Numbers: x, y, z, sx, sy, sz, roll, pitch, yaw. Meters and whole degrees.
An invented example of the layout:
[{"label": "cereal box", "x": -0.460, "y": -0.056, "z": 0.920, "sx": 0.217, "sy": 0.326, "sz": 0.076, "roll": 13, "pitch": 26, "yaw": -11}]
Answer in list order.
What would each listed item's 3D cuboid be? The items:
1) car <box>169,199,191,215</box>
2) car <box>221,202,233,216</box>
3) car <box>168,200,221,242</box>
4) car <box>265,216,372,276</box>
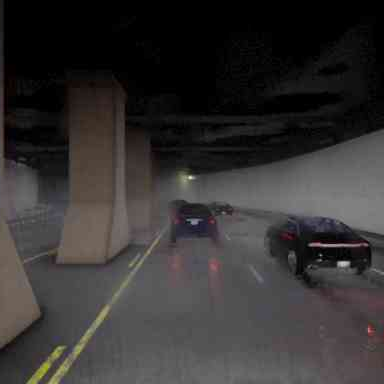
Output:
[{"label": "car", "x": -1.343, "y": 1.529, "z": 35.285, "sx": 1.812, "sy": 1.442, "sz": 4.674, "roll": 0, "pitch": 0, "yaw": -9}, {"label": "car", "x": 2.631, "y": 1.604, "z": 32.784, "sx": 1.895, "sy": 1.301, "sz": 4.718, "roll": 0, "pitch": 0, "yaw": -7}, {"label": "car", "x": 0.098, "y": 1.353, "z": 16.602, "sx": 2.097, "sy": 1.767, "sz": 4.553, "roll": 0, "pitch": 0, "yaw": 0}, {"label": "car", "x": 3.602, "y": 1.492, "z": 10.327, "sx": 2.128, "sy": 1.511, "sz": 4.902, "roll": 0, "pitch": 0, "yaw": 0}]
